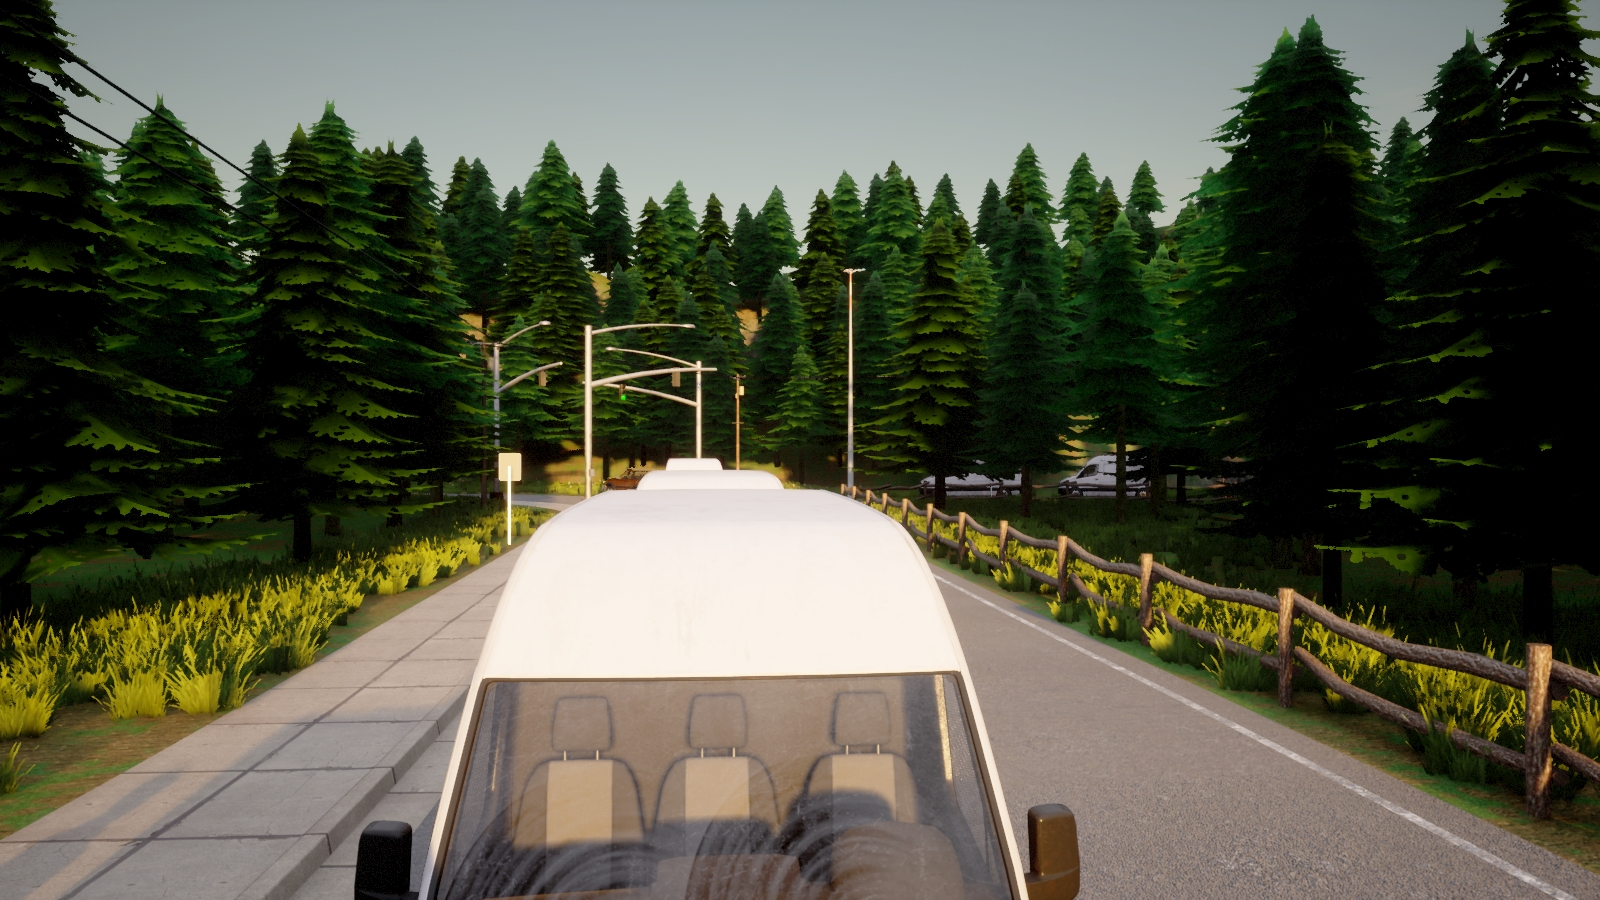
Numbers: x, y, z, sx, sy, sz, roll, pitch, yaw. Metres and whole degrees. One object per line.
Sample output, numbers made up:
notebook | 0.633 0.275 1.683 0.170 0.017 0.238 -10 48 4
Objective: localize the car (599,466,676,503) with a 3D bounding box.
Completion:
car | -8.864 1.841 62.147 1.932 1.855 4.605 1 -1 -41

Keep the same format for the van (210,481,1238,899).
van | -0.349 1.500 5.163 1.988 2.561 5.915 0 0 -5

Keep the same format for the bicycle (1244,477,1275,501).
bicycle | 25.310 2.158 62.935 1.487 1.276 0.859 0 0 27
